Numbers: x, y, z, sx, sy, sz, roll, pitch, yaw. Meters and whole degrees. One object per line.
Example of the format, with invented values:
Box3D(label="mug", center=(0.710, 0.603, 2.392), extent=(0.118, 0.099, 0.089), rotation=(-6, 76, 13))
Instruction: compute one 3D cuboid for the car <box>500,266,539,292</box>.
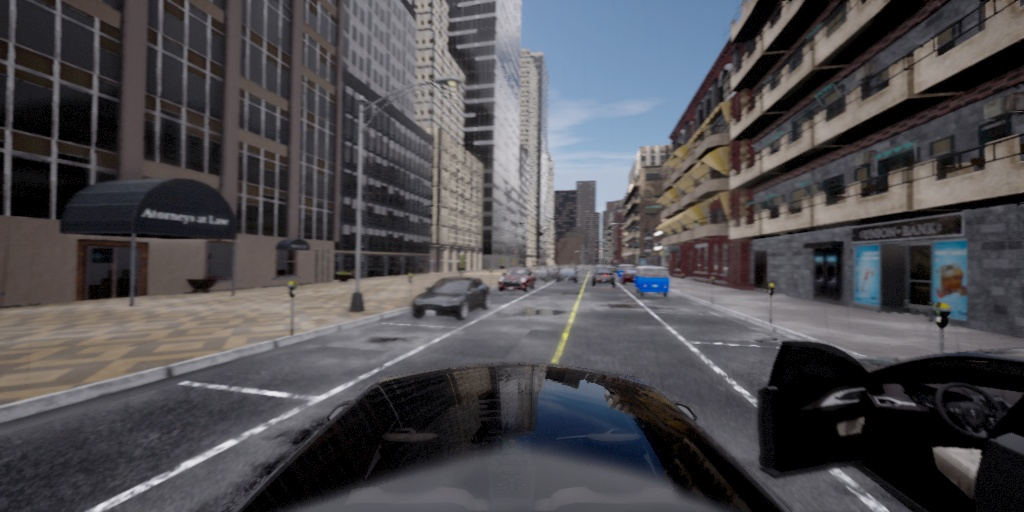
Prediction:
Box3D(label="car", center=(0.368, 1.498, 24.043), extent=(1.967, 1.591, 4.097), rotation=(0, 0, 13))

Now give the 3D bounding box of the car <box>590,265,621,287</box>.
Box3D(label="car", center=(7.723, 1.763, 30.408), extent=(2.128, 1.511, 4.902), rotation=(1, -1, 13))

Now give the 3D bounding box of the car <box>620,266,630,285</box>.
Box3D(label="car", center=(10.966, 1.906, 32.976), extent=(1.888, 1.381, 4.507), rotation=(0, 0, 13))

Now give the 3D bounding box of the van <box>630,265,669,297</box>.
Box3D(label="van", center=(8.544, 1.511, 22.202), extent=(1.690, 1.789, 3.998), rotation=(0, 0, 13))

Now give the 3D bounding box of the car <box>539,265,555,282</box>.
Box3D(label="car", center=(2.790, 1.800, 34.816), extent=(2.007, 1.370, 4.403), rotation=(0, 0, 13))

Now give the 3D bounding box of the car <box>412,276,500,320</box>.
Box3D(label="car", center=(-2.055, 1.436, 13.267), extent=(1.948, 1.339, 4.313), rotation=(0, 0, 13))

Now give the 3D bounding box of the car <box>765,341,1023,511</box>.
Box3D(label="car", center=(3.686, 1.321, 2.078), extent=(1.837, 1.490, 4.892), rotation=(1, -1, 13))

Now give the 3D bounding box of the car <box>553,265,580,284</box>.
Box3D(label="car", center=(5.304, 1.806, 34.001), extent=(1.812, 1.442, 4.674), rotation=(1, -1, 13))

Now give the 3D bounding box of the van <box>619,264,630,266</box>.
Box3D(label="van", center=(12.177, 1.799, 38.364), extent=(1.690, 1.789, 3.998), rotation=(0, 0, 13))
